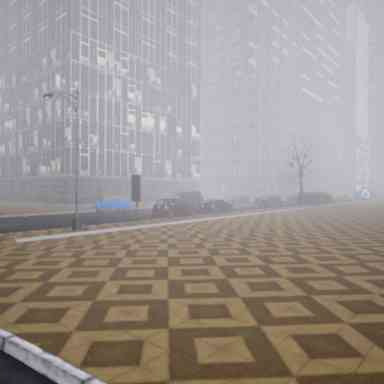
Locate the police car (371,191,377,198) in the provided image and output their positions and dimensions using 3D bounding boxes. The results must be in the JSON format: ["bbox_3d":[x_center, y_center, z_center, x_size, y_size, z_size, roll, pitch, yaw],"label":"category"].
[{"bbox_3d":[42.974,0.661,79.684,1.930,1.638,5.238,0,1,41],"label":"police car"}]

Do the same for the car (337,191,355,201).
[{"bbox_3d":[28.299,0.945,62.034,1.752,1.417,4.829,1,1,41],"label":"car"}]

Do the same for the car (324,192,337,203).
[{"bbox_3d":[20.791,0.827,53.259,2.192,1.841,5.009,1,1,41],"label":"car"}]

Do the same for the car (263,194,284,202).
[{"bbox_3d":[14.436,1.036,58.728,1.947,1.339,4.313,1,1,41],"label":"car"}]

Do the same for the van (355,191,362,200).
[{"bbox_3d":[35.589,0.671,70.546,1.690,1.788,3.998,1,1,41],"label":"van"}]

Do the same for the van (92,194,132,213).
[{"bbox_3d":[-7.851,1.085,32.875,1.690,1.788,3.998,1,1,41],"label":"van"}]

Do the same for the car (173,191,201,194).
[{"bbox_3d":[-1.049,0.919,36.658,2.150,2.045,5.566,0,1,41],"label":"car"}]

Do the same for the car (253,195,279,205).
[{"bbox_3d":[11.343,1.203,50.988,1.895,1.301,4.718,0,1,41],"label":"car"}]

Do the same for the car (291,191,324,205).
[{"bbox_3d":[17.091,0.872,48.938,2.192,1.841,5.009,1,1,41],"label":"car"}]

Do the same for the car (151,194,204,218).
[{"bbox_3d":[-1.313,1.226,27.254,1.967,1.590,4.097,1,1,41],"label":"car"}]

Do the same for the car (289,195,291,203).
[{"bbox_3d":[16.893,0.999,52.857,1.882,1.535,5.008,0,1,41],"label":"car"}]

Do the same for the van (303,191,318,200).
[{"bbox_3d":[25.536,0.675,71.689,1.690,1.788,3.998,1,1,41],"label":"van"}]

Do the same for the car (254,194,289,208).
[{"bbox_3d":[9.691,1.230,40.299,1.802,1.307,4.206,1,1,41],"label":"car"}]

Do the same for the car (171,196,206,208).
[{"bbox_3d":[-0.369,1.197,41.448,1.887,1.381,4.507,1,1,41],"label":"car"}]

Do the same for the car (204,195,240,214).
[{"bbox_3d":[2.343,1.306,31.613,1.947,1.339,4.313,1,1,41],"label":"car"}]

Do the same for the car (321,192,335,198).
[{"bbox_3d":[32.934,0.810,80.336,1.947,1.339,4.313,1,1,41],"label":"car"}]

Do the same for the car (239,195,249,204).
[{"bbox_3d":[7.036,1.127,50.084,1.947,1.339,4.313,1,1,41],"label":"car"}]
